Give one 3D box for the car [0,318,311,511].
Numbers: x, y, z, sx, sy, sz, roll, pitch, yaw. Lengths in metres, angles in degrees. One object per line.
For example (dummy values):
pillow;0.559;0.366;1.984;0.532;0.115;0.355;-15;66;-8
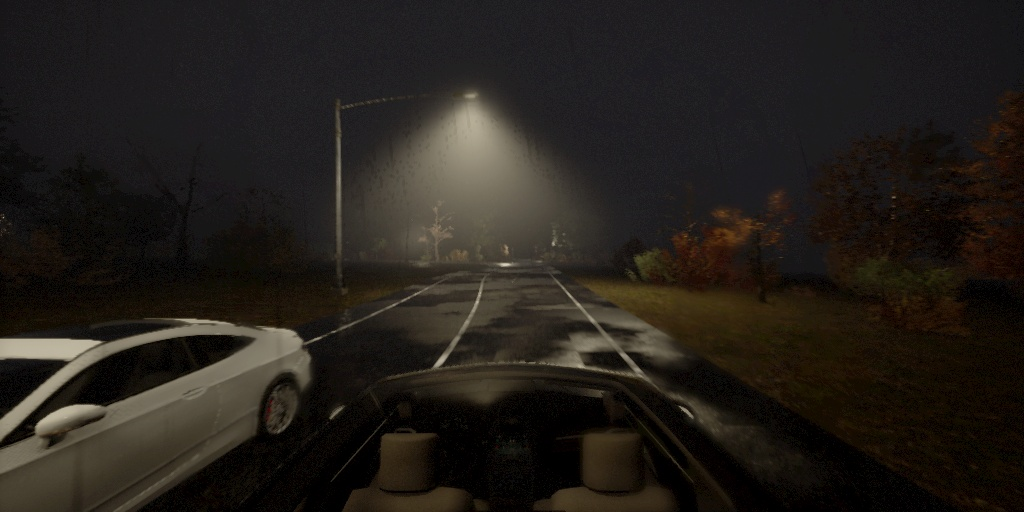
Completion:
car;-3.500;1.312;2.730;1.812;1.442;4.674;-1;0;2
